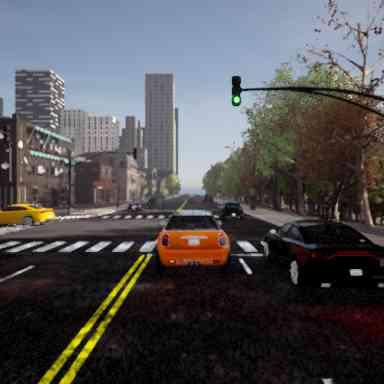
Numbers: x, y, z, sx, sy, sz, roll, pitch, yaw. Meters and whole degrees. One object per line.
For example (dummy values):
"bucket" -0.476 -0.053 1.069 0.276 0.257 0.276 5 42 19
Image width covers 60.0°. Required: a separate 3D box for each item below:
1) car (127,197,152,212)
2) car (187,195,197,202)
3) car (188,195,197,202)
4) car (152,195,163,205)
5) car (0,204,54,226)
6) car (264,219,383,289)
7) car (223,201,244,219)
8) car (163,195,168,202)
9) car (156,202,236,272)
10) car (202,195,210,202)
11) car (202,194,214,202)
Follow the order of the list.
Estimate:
"car" -6.570 1.575 40.174 2.128 1.511 4.902 0 0 0
"car" 0.034 1.688 69.022 1.994 1.385 4.181 0 0 0
"car" 0.040 1.527 79.025 2.033 1.411 5.357 0 0 0
"car" -6.514 1.621 57.069 1.837 1.490 4.892 0 0 1
"car" -12.537 1.621 23.912 5.008 1.535 1.882 -1 0 7
"car" 3.352 1.498 9.264 1.882 1.535 5.008 0 0 0
"car" 3.366 1.566 29.276 1.837 1.490 4.892 0 0 0
"car" -6.462 1.487 71.785 2.097 1.767 4.553 0 0 0
"car" -0.045 1.377 11.130 2.097 1.767 4.553 0 0 -3
"car" 3.290 1.465 79.024 1.882 1.535 5.008 0 0 0
"car" 3.283 1.355 68.636 2.150 2.045 5.566 0 0 0
